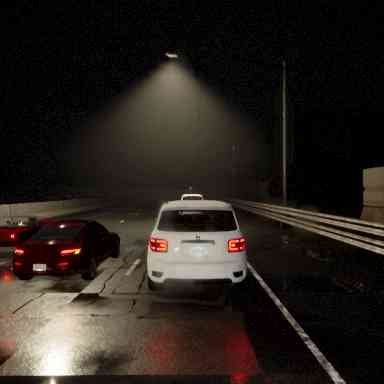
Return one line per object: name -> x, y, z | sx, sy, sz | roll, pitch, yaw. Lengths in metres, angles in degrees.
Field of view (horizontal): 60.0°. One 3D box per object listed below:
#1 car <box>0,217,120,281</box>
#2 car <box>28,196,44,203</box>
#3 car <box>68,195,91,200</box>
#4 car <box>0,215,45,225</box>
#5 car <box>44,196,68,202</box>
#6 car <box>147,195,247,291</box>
car -> -3.415, 1.526, 9.770 | 1.812, 1.442, 4.674 | 0, 0, 0
car -> -24.813, 1.461, 54.085 | 1.837, 1.490, 4.892 | 0, 0, -1
car -> -17.813, 1.265, 54.069 | 2.097, 1.767, 4.553 | 0, 0, -1
car -> -6.924, 1.602, 13.974 | 1.895, 1.301, 4.718 | 0, 0, 0
car -> -21.312, 1.396, 53.208 | 1.882, 1.535, 5.008 | 0, 0, 0
car -> 0.093, 1.222, 9.146 | 2.150, 2.045, 5.566 | 0, 0, 0
